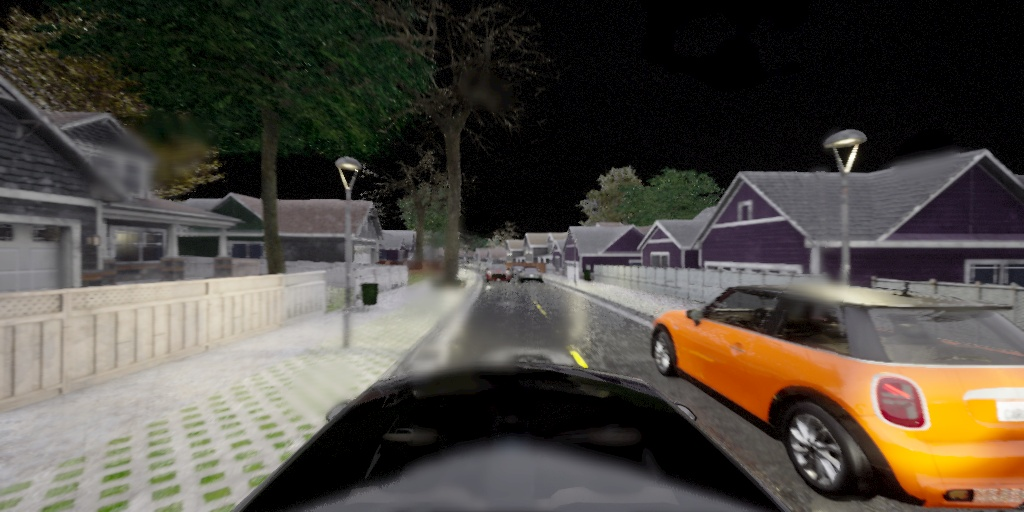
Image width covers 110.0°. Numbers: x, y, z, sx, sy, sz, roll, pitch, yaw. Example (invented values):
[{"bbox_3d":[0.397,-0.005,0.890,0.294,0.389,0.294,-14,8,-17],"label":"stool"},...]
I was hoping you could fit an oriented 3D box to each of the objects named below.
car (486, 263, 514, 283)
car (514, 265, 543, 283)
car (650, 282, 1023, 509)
[{"bbox_3d":[-1.267,1.413,31.913,2.097,1.767,4.553,0,-1,-5],"label":"car"},{"bbox_3d":[1.559,1.629,31.978,1.994,1.385,4.181,0,-1,-3],"label":"car"},{"bbox_3d":[3.559,1.132,4.660,2.097,1.767,4.553,0,0,-1],"label":"car"}]
